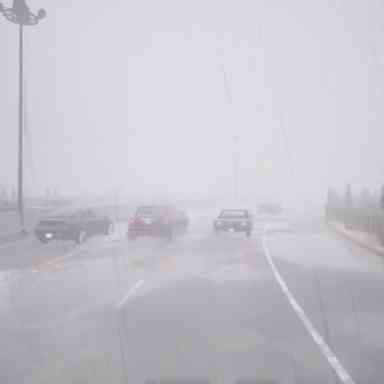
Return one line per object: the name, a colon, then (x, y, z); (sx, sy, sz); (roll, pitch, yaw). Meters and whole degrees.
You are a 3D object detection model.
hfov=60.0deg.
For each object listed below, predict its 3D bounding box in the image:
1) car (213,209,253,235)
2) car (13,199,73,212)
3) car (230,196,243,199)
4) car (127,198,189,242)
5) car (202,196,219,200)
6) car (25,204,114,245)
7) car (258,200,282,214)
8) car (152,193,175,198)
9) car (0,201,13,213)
car: (2.492, 1.621, 18.913); (1.895, 1.301, 4.718); (0, 0, 13)
car: (-10.554, 1.313, 24.829); (2.097, 1.767, 4.553); (0, 0, 15)
car: (8.280, 1.563, 62.162); (2.128, 1.511, 4.902); (0, 0, 39)
car: (-1.523, 1.352, 16.653); (2.097, 1.767, 4.553); (0, 0, 11)
car: (3.410, 1.545, 61.550); (1.837, 1.490, 4.892); (0, 0, 37)
car: (-5.288, 1.487, 15.617); (1.837, 1.490, 4.892); (0, 0, 10)
car: (8.367, 1.582, 35.680); (1.812, 1.442, 4.674); (0, 0, 25)
car: (-4.919, 1.221, 55.521); (2.150, 2.045, 5.566); (0, 0, 32)
car: (-14.279, 1.434, 24.451); (2.128, 1.511, 4.902); (0, 0, 15)
